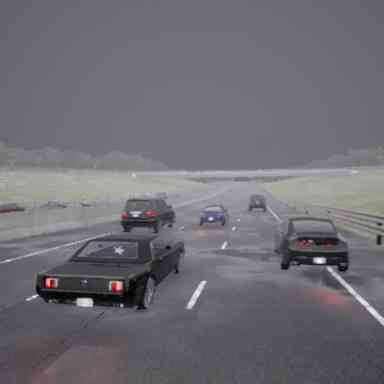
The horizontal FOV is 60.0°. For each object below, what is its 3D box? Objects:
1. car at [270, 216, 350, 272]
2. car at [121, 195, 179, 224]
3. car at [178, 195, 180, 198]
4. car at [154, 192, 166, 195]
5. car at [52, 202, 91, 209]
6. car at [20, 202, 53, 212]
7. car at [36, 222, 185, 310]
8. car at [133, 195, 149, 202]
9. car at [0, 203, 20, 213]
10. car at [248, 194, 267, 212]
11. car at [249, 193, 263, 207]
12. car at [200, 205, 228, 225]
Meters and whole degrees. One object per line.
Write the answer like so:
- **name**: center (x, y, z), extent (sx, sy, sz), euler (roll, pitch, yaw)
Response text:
- **car**: center (3.797, 1.577, 11.156), extent (1.837, 1.490, 4.892), euler (0, -1, 10)
- **car**: center (-2.638, 1.408, 21.109), extent (2.150, 2.045, 5.566), euler (0, 0, 10)
- **car**: center (-3.862, 1.351, 73.145), extent (1.837, 1.490, 4.892), euler (0, 1, 10)
- **car**: center (-7.163, 1.078, 74.562), extent (2.150, 2.045, 5.566), euler (0, 1, 10)
- **car**: center (-11.350, 1.828, 32.818), extent (1.812, 1.442, 4.674), euler (0, 0, 10)
- **car**: center (-14.703, 1.815, 34.009), extent (2.128, 1.511, 4.902), euler (0, 0, 10)
- **car**: center (-1.477, 1.668, 8.037), extent (1.895, 1.301, 4.718), euler (0, 0, 10)
- **car**: center (-11.048, 1.403, 72.770), extent (1.882, 1.535, 5.008), euler (0, 1, 10)
- **car**: center (-18.579, 1.812, 32.287), extent (1.882, 1.535, 5.008), euler (0, 0, 10)
- **car**: center (8.435, 1.402, 42.752), extent (2.150, 2.045, 5.566), euler (0, 0, 12)
- **car**: center (10.468, 1.275, 54.301), extent (2.150, 2.045, 5.566), euler (0, 1, 10)
- **car**: center (1.766, 1.730, 25.700), extent (1.812, 1.442, 4.674), euler (0, 0, 10)
